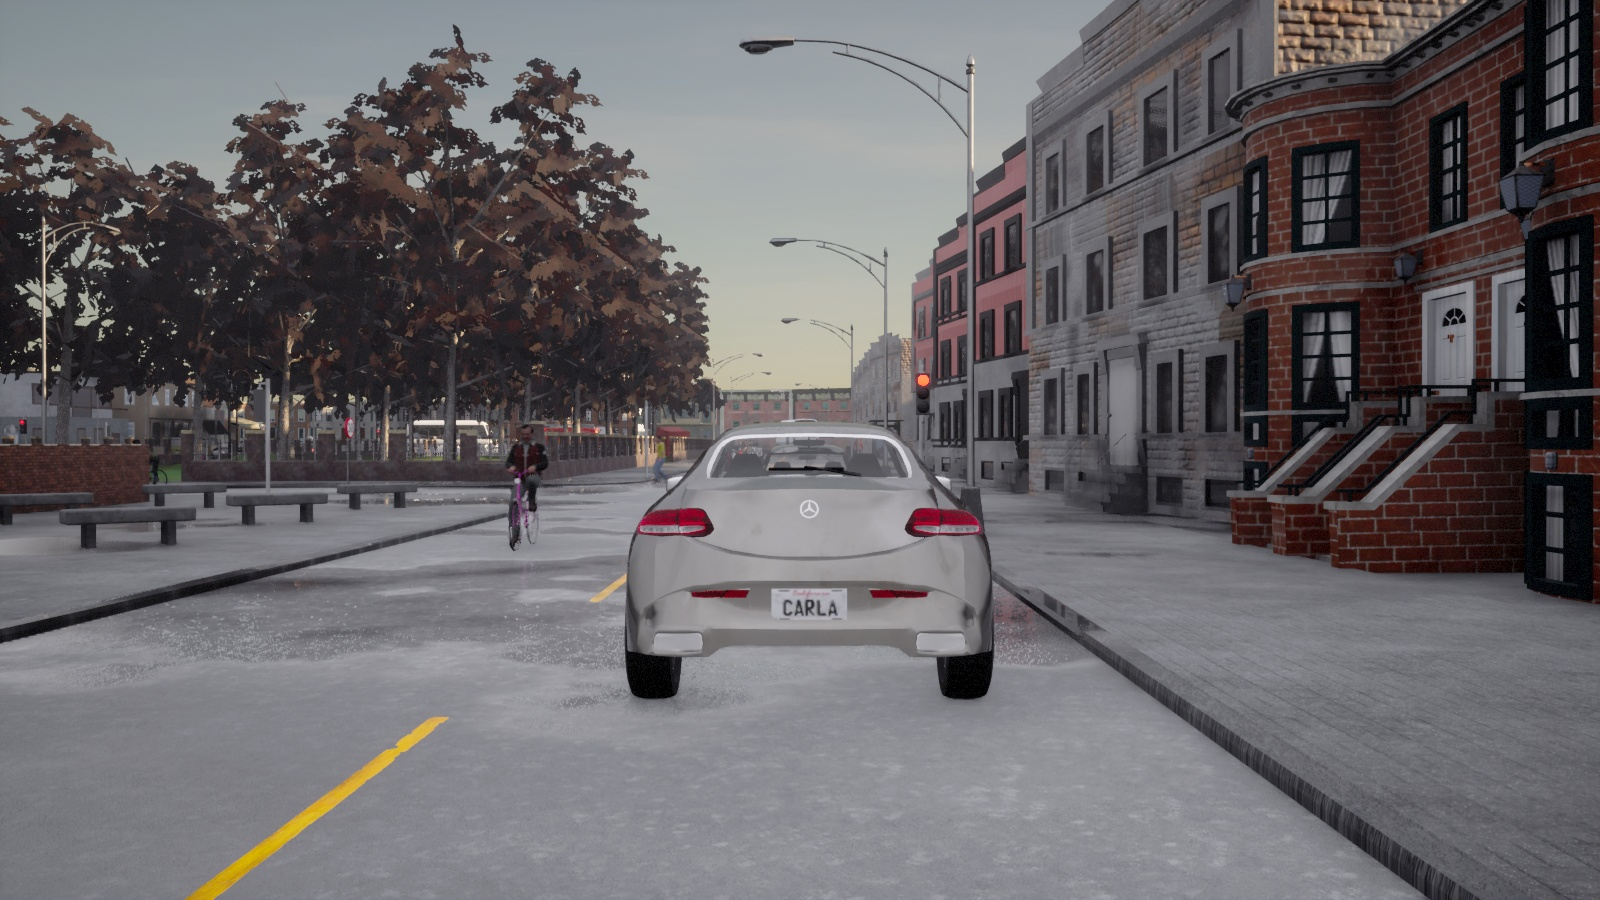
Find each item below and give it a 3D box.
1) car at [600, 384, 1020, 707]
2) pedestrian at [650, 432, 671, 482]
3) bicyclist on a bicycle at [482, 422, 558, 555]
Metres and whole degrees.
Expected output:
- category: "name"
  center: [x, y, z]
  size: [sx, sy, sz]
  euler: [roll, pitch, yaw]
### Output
- category: "car"
  center: [0.064, 0.475, 8.950]
  size: [2.152, 1.651, 5.027]
  euler: [0, 0, 0]
- category: "pedestrian"
  center: [-5.219, 0.267, 46.872]
  size: [0.706, 1.836, 0.354]
  euler: [0, 0, -22]
- category: "bicyclist on a bicycle"
  center: [-3.909, 0.514, 17.677]
  size: [0.659, 1.776, 1.843]
  euler: [0, 0, 0]
